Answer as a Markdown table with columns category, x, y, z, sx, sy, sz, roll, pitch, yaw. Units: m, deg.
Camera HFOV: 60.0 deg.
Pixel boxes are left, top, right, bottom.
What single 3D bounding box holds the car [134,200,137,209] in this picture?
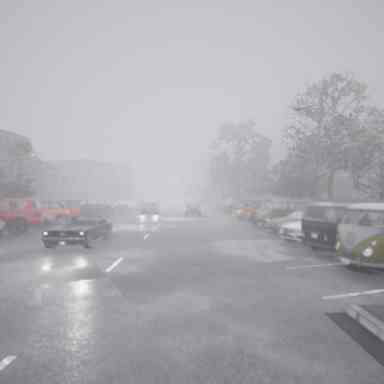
| category | x | y | z | sx | sy | sz | roll | pitch | yaw |
| --- | --- | --- | --- | --- | --- | --- | --- | --- | --- |
| car | -11.379 | 2.112 | 51.133 | 4.674 | 1.452 | 2.002 | -1 | -1 | -20 |

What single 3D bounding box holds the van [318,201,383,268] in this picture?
| category | x | y | z | sx | sy | sz | roll | pitch | yaw |
| --- | --- | --- | --- | --- | --- | --- | --- | --- | --- |
| van | 6.298 | 1.350 | 9.889 | 4.442 | 1.987 | 1.878 | 1 | 0 | -20 |

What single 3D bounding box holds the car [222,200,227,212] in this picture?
| category | x | y | z | sx | sy | sz | roll | pitch | yaw |
| --- | --- | --- | --- | --- | --- | --- | --- | --- | --- |
| car | 6.455 | 1.942 | 39.382 | 4.792 | 1.488 | 2.163 | 1 | -1 | -20 |

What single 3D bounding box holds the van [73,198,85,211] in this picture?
| category | x | y | z | sx | sy | sz | roll | pitch | yaw |
| --- | --- | --- | --- | --- | --- | --- | --- | --- | --- |
| van | -11.506 | 1.535 | 27.624 | 4.442 | 1.987 | 1.878 | -1 | 0 | -20 |

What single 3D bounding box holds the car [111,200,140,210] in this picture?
| category | x | y | z | sx | sy | sz | roll | pitch | yaw |
| --- | --- | --- | --- | --- | --- | --- | --- | --- | --- |
| car | -11.375 | 2.193 | 57.001 | 4.674 | 1.452 | 2.002 | 0 | -1 | -20 |

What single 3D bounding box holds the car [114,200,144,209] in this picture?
| category | x | y | z | sx | sy | sz | roll | pitch | yaw |
| --- | --- | --- | --- | --- | --- | --- | --- | --- | --- |
| car | -11.377 | 2.195 | 59.934 | 4.892 | 1.521 | 2.231 | -1 | -1 | -20 |

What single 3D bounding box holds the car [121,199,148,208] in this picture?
| category | x | y | z | sx | sy | sz | roll | pitch | yaw |
| --- | --- | --- | --- | --- | --- | --- | --- | --- | --- |
| car | -11.363 | 2.277 | 65.797 | 4.892 | 1.521 | 2.231 | 0 | -1 | -20 |

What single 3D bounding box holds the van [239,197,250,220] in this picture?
| category | x | y | z | sx | sy | sz | roll | pitch | yaw |
| --- | --- | --- | --- | --- | --- | --- | --- | --- | --- |
| van | 6.530 | 1.538 | 27.640 | 4.442 | 1.987 | 1.878 | 1 | -1 | -20 |

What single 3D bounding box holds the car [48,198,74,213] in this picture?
| category | x | y | z | sx | sy | sz | roll | pitch | yaw |
| --- | --- | --- | --- | --- | --- | --- | --- | --- | --- |
| car | -11.369 | 1.599 | 24.741 | 4.553 | 1.767 | 2.185 | -1 | 0 | -20 |

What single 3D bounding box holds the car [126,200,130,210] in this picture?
| category | x | y | z | sx | sy | sz | roll | pitch | yaw |
| --- | --- | --- | --- | --- | --- | --- | --- | --- | --- |
| car | -11.354 | 2.019 | 45.277 | 4.792 | 1.488 | 2.163 | 0 | -1 | -20 |

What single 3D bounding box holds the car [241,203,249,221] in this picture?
| category | x | y | z | sx | sy | sz | roll | pitch | yaw |
| --- | --- | --- | --- | --- | --- | --- | --- | --- | --- |
| car | 6.412 | 1.767 | 24.654 | 4.674 | 1.452 | 2.002 | 1 | -1 | -20 |

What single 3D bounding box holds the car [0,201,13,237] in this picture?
| category | x | y | z | sx | sy | sz | roll | pitch | yaw |
| --- | --- | --- | --- | --- | --- | --- | --- | --- | --- |
| car | -11.439 | 1.505 | 15.931 | 4.553 | 1.767 | 2.185 | -1 | -1 | -20 |

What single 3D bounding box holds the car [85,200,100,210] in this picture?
| category | x | y | z | sx | sy | sz | roll | pitch | yaw |
| --- | --- | --- | --- | --- | --- | --- | --- | --- | --- |
| car | -11.387 | 1.795 | 30.598 | 5.008 | 1.535 | 2.097 | -1 | 0 | -20 |

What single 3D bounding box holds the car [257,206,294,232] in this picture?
| category | x | y | z | sx | sy | sz | roll | pitch | yaw |
| --- | --- | --- | --- | --- | --- | --- | --- | --- | --- |
| car | 6.414 | 1.704 | 18.761 | 4.674 | 1.452 | 2.002 | 1 | 0 | -20 |

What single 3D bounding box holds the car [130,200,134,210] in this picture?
| category | x | y | z | sx | sy | sz | roll | pitch | yaw |
| --- | --- | --- | --- | --- | --- | --- | --- | --- | --- |
| car | -11.390 | 2.032 | 48.203 | 4.892 | 1.521 | 2.231 | 0 | -1 | -20 |

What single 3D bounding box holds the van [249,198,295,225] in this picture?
| category | x | y | z | sx | sy | sz | roll | pitch | yaw |
| --- | --- | --- | --- | --- | --- | --- | --- | --- | --- |
| van | 6.309 | 1.467 | 21.665 | 4.442 | 1.987 | 1.878 | 1 | 0 | -20 |

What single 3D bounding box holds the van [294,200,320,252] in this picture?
| category | x | y | z | sx | sy | sz | roll | pitch | yaw |
| --- | --- | --- | --- | --- | --- | --- | --- | --- | --- |
| van | 6.518 | 1.381 | 12.922 | 4.442 | 1.987 | 1.878 | 1 | -1 | -20 |

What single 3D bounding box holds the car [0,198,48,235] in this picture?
| category | x | y | z | sx | sy | sz | roll | pitch | yaw |
| --- | --- | --- | --- | --- | --- | --- | --- | --- | --- |
| car | -11.431 | 1.410 | 18.855 | 5.566 | 2.045 | 2.435 | -1 | 0 | -20 |

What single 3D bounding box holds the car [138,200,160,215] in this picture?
| category | x | y | z | sx | sy | sz | roll | pitch | yaw |
| --- | --- | --- | --- | --- | --- | --- | --- | --- | --- |
| car | -4.984 | 1.946 | 40.447 | 1.837 | 1.490 | 4.892 | 0 | -1 | 0 |

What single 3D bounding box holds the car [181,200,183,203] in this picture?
| category | x | y | z | sx | sy | sz | roll | pitch | yaw |
| --- | --- | --- | --- | --- | --- | --- | --- | --- | --- |
| car | -0.941 | 2.606 | 95.513 | 2.435 | 2.045 | 5.566 | 0 | -2 | -7 |

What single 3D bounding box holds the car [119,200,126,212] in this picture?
| category | x | y | z | sx | sy | sz | roll | pitch | yaw |
| --- | --- | --- | --- | --- | --- | --- | --- | --- | --- |
| car | -11.390 | 1.950 | 42.331 | 4.892 | 1.521 | 2.231 | -1 | -1 | -20 |

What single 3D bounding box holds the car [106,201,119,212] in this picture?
| category | x | y | z | sx | sy | sz | roll | pitch | yaw |
| --- | --- | --- | --- | --- | --- | --- | --- | --- | --- |
| car | -11.418 | 1.784 | 39.393 | 4.553 | 1.767 | 2.185 | -1 | -1 | -20 |

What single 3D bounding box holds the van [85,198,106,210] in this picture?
| category | x | y | z | sx | sy | sz | roll | pitch | yaw |
| --- | --- | --- | --- | --- | --- | --- | --- | --- | --- |
| van | -11.286 | 1.605 | 33.578 | 4.442 | 1.987 | 1.878 | -1 | -1 | -20 |

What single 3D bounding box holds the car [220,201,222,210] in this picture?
| category | x | y | z | sx | sy | sz | roll | pitch | yaw |
| --- | --- | --- | --- | --- | --- | --- | --- | --- | --- |
| car | 6.404 | 1.825 | 42.307 | 4.553 | 1.767 | 2.185 | 1 | -1 | -20 |

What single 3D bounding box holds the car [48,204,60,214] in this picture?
| category | x | y | z | sx | sy | sz | roll | pitch | yaw |
| --- | --- | --- | --- | --- | --- | --- | --- | --- | --- |
| car | -11.402 | 1.733 | 21.801 | 4.674 | 1.452 | 2.002 | -1 | -1 | -20 |

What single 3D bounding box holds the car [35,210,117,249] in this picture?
| category | x | y | z | sx | sy | sz | roll | pitch | yaw |
| --- | --- | --- | --- | --- | --- | --- | --- | --- | --- |
| car | -5.090 | 1.741 | 15.328 | 1.895 | 1.301 | 4.718 | 0 | -1 | 0 |

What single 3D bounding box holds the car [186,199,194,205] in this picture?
| category | x | y | z | sx | sy | sz | roll | pitch | yaw |
| --- | --- | --- | --- | --- | --- | --- | --- | --- | --- |
| car | -0.585 | 2.704 | 89.524 | 2.097 | 1.535 | 5.008 | 0 | -2 | -1 |

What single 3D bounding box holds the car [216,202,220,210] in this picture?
| category | x | y | z | sx | sy | sz | roll | pitch | yaw |
| --- | --- | --- | --- | --- | --- | --- | --- | --- | --- |
| car | 6.461 | 2.064 | 48.217 | 4.792 | 1.488 | 2.163 | 1 | -1 | -20 |

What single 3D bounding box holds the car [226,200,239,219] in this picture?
| category | x | y | z | sx | sy | sz | roll | pitch | yaw |
| --- | --- | --- | --- | --- | --- | --- | --- | --- | --- |
| car | 6.247 | 1.791 | 30.474 | 5.366 | 1.575 | 1.946 | 1 | -1 | -20 |

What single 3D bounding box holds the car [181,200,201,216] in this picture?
| category | x | y | z | sx | sy | sz | roll | pitch | yaw |
| --- | --- | --- | --- | --- | --- | --- | --- | --- | --- |
| car | 0.130 | 1.949 | 37.639 | 2.033 | 1.411 | 5.357 | 0 | -1 | 0 |

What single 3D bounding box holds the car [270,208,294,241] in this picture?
| category | x | y | z | sx | sy | sz | roll | pitch | yaw |
| --- | --- | --- | --- | --- | --- | --- | --- | --- | --- |
| car | 6.414 | 1.673 | 15.815 | 4.674 | 1.452 | 2.002 | 1 | 0 | -20 |

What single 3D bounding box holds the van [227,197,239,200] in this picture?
| category | x | y | z | sx | sy | sz | roll | pitch | yaw |
| --- | --- | --- | --- | --- | --- | --- | --- | --- | --- |
| van | 6.534 | 1.649 | 36.476 | 4.442 | 1.987 | 1.878 | 1 | -1 | -20 |

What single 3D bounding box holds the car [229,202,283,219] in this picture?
| category | x | y | z | sx | sy | sz | roll | pitch | yaw |
| --- | --- | --- | --- | --- | --- | --- | --- | --- | --- |
| car | 6.415 | 1.835 | 33.484 | 4.892 | 1.521 | 2.231 | 1 | -1 | -20 |

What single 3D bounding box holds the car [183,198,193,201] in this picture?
| category | x | y | z | sx | sy | sz | roll | pitch | yaw |
| --- | --- | --- | --- | --- | --- | --- | --- | --- | --- |
| car | 0.046 | 2.054 | 49.235 | 2.128 | 1.511 | 4.902 | 0 | -1 | 0 |
